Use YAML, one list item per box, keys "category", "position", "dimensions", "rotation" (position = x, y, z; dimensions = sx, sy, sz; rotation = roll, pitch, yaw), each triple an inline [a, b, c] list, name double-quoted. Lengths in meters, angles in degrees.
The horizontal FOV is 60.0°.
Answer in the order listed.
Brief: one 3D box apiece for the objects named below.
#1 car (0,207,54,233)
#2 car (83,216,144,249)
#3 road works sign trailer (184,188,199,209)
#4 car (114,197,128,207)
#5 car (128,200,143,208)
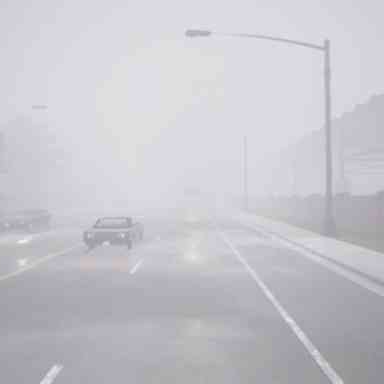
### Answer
- category: "car"
  position: [-10.596, 1.747, 21.510]
  dimensions: [1.837, 1.490, 4.892]
  rotation: [0, -1, 0]
- category: "car"
  position: [-3.398, 1.773, 15.403]
  dimensions: [1.895, 1.301, 4.718]
  rotation: [0, -1, 0]
- category: "road works sign trailer"
  position: [0.004, 1.076, 54.960]
  dimensions: [2.380, 3.560, 2.880]
  rotation: [0, -1, 0]
- category: "car"
  position: [-13.998, 1.950, 66.262]
  dimensions: [2.150, 2.045, 5.566]
  rotation: [0, 0, 0]
- category: "car"
  position: [-10.504, 2.236, 63.631]
  dimensions: [1.812, 1.442, 4.674]
  rotation: [0, 0, 0]
